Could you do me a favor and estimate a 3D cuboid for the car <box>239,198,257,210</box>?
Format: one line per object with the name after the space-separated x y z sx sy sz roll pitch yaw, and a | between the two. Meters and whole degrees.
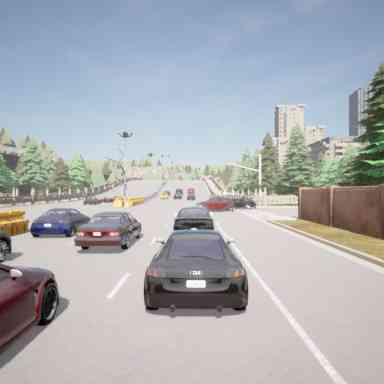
5.955 1.506 43.399 4.892 1.490 1.837 0 1 13 | car

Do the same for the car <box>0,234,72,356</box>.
-3.405 1.564 4.436 1.994 1.385 4.181 0 0 0 | car

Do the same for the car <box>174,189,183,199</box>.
-3.692 0.903 86.930 2.097 1.767 4.553 0 3 0 | car

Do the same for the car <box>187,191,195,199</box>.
-0.186 1.153 85.989 1.994 1.385 4.181 0 3 0 | car

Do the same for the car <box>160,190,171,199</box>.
-7.192 1.024 86.944 1.882 1.535 5.008 0 3 0 | car

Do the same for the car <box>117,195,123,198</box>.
-17.640 1.477 78.954 1.895 1.301 4.718 0 1 0 | car

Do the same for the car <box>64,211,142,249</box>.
-3.408 1.547 14.412 2.033 1.411 5.357 0 0 0 | car

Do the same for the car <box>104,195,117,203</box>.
-17.577 1.594 68.712 1.895 1.301 4.718 0 0 0 | car

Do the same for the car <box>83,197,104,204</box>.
-17.617 1.564 58.642 1.994 1.385 4.181 0 0 0 | car

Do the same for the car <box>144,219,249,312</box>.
0.088 1.564 7.780 1.994 1.385 4.181 0 0 1 | car

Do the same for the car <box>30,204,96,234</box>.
-6.918 1.564 17.972 1.994 1.385 4.181 0 0 0 | car

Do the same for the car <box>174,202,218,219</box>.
0.084 1.478 16.770 1.882 1.535 5.008 0 0 0 | car

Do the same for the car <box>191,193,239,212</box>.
2.557 1.351 38.257 4.553 1.767 2.097 0 0 -9 | car

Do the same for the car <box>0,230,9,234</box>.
-6.907 1.491 9.131 2.128 1.511 4.902 0 0 0 | car
